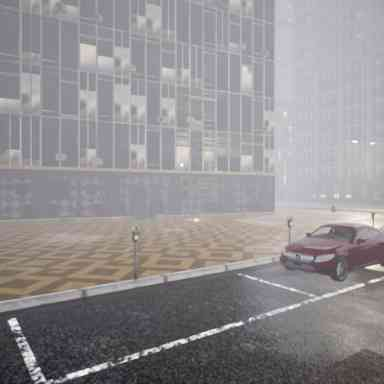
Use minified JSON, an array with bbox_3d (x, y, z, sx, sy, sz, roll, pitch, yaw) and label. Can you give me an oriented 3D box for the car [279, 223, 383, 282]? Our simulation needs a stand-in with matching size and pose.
[{"bbox_3d":[4.383,1.577,9.697,4.206,1.307,1.802,0,0,-36],"label":"car"}]
